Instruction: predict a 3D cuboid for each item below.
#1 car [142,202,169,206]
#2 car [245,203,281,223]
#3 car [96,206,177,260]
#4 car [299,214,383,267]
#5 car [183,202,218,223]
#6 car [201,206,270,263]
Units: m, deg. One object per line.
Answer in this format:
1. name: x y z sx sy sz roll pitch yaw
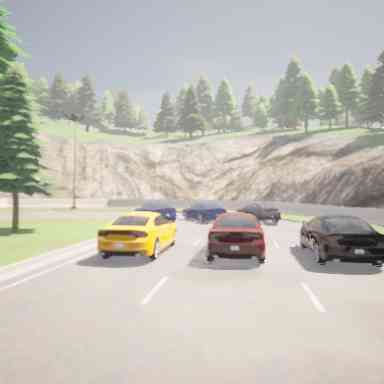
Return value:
1. car: -3.022 1.529 26.192 1.882 1.535 5.008 1 0 -31
2. car: 4.973 1.584 25.827 2.128 1.511 4.902 0 0 -17
3. car: -1.853 1.501 12.604 1.882 1.535 5.008 0 0 9
4. car: 5.116 1.535 11.864 1.882 1.535 5.008 0 0 9
5. car: 0.892 1.551 26.621 1.882 1.535 5.008 1 0 -24
6. car: 1.653 1.518 12.367 1.882 1.535 5.008 0 0 9
